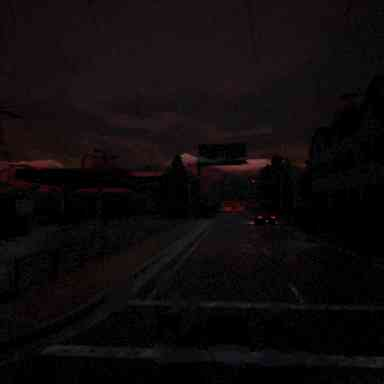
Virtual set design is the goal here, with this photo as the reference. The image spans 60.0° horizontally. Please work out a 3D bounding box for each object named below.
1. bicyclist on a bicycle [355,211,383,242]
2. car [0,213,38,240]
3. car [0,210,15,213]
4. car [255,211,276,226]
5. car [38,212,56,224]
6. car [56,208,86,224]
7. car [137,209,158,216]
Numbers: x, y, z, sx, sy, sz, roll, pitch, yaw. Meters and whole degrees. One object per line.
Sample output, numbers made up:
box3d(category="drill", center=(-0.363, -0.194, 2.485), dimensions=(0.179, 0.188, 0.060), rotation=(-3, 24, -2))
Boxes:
box3d(category="bicyclist on a bicycle", center=(9.356, 1.823, 17.411), dimensions=(1.656, 1.620, 0.582), rotation=(-1, -2, 7))
box3d(category="car", center=(-12.969, 2.439, 22.736), dimensions=(2.007, 1.523, 4.514), rotation=(-1, -2, 6))
box3d(category="car", center=(-18.700, 2.711, 33.484), dimensions=(1.932, 1.855, 4.605), rotation=(-1, -2, 6))
box3d(category="car", center=(7.681, 2.752, 35.176), dimensions=(1.812, 1.442, 4.674), rotation=(-1, -2, 7))
box3d(category="car", center=(-17.748, 3.290, 41.894), dimensions=(1.970, 1.475, 3.806), rotation=(-1, -2, 6))
box3d(category="car", center=(-14.520, 2.936, 40.913), dimensions=(1.905, 1.878, 3.866), rotation=(-1, -2, 6))
box3d(category="car", center=(-10.017, 4.596, 74.580), dimensions=(4.611, 1.667, 2.242), rotation=(-1, -2, 6))
